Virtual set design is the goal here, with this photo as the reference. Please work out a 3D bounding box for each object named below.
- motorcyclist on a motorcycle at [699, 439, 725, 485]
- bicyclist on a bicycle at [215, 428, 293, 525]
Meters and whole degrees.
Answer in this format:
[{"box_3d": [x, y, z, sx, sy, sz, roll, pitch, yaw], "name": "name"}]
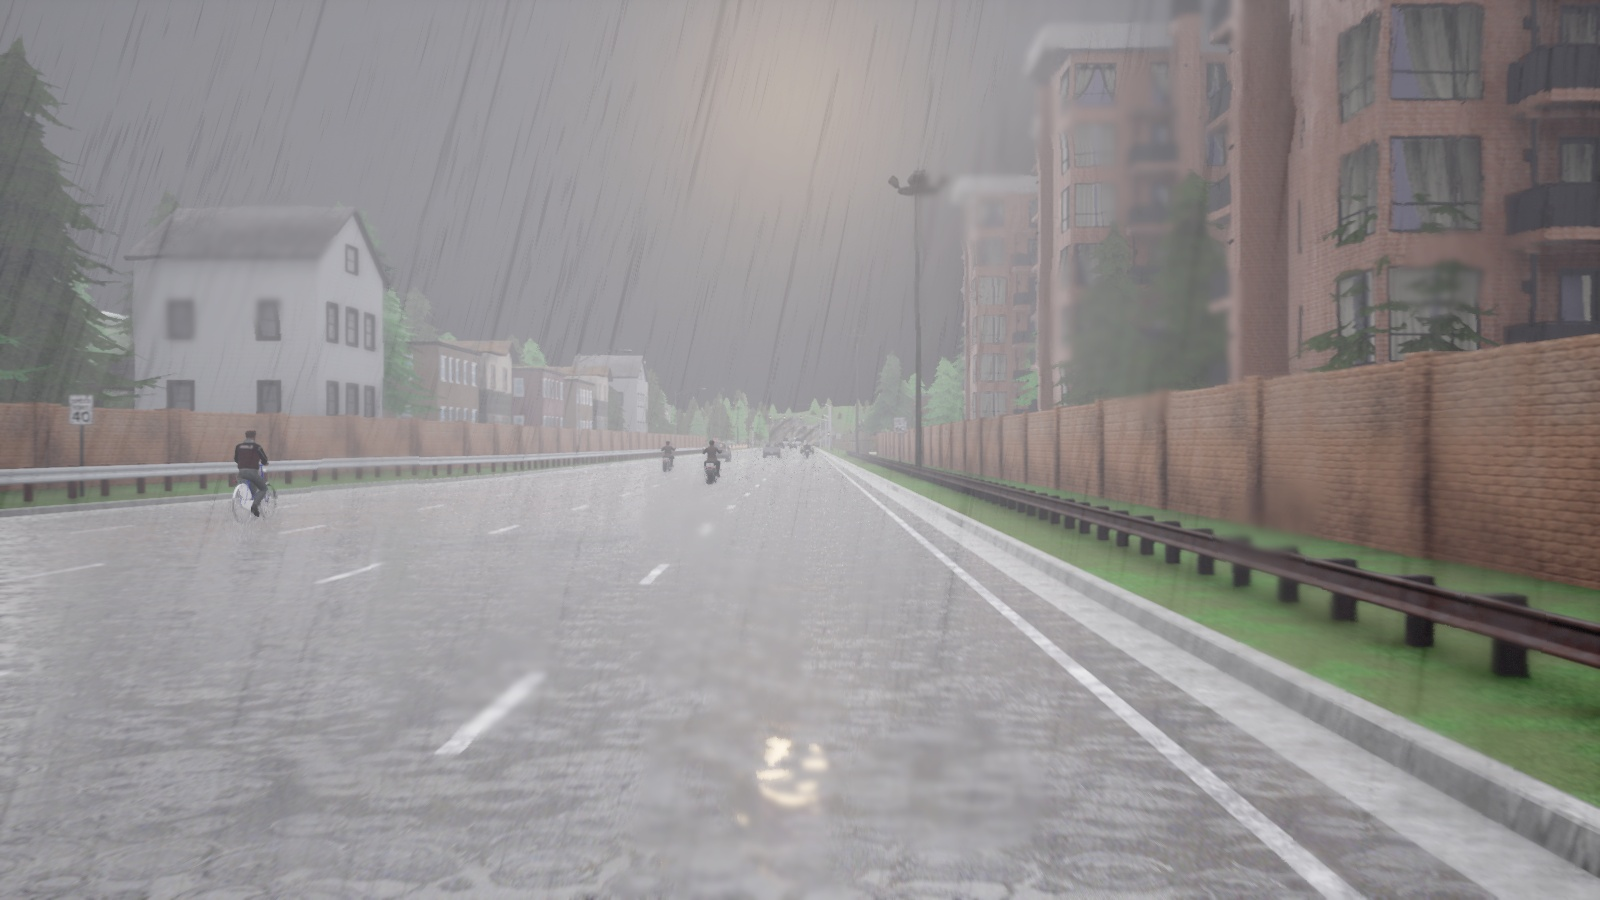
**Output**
[{"box_3d": [-3.223, 0.435, 46.151, 0.766, 1.649, 2.350, 0, 0, 0], "name": "motorcyclist on a motorcycle"}, {"box_3d": [-10.349, 0.475, 23.864, 0.659, 1.776, 1.843, 0, 1, 0], "name": "bicyclist on a bicycle"}]
